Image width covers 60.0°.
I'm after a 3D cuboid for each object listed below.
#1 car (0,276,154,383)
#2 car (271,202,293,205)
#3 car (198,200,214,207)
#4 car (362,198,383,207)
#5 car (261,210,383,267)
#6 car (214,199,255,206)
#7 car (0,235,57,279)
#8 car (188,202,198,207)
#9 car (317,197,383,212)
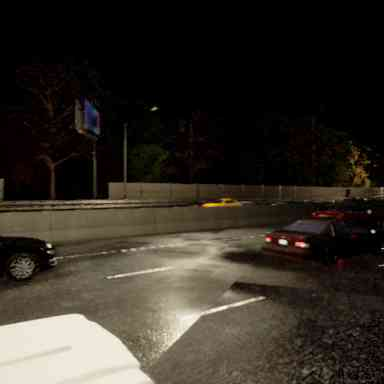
[{"bbox_3d":[-2.533,1.600,1.940,4.718,1.301,1.895,0,0,-36],"label":"car"},{"bbox_3d":[8.471,1.597,31.535,4.181,1.385,1.994,0,0,-35],"label":"car"},{"bbox_3d":[3.482,1.508,36.572,5.008,1.535,1.882,0,0,-35],"label":"car"},{"bbox_3d":[30.538,1.693,55.778,4.181,1.385,1.994,0,0,-35],"label":"car"},{"bbox_3d":[4.781,1.557,11.460,5.357,1.411,2.033,0,0,-35],"label":"car"},{"bbox_3d":[4.871,1.630,33.267,4.718,1.301,1.895,0,0,-35],"label":"car"},{"bbox_3d":[-5.920,1.504,8.119,4.892,1.490,1.837,0,0,-36],"label":"car"},{"bbox_3d":[1.544,1.594,39.487,4.181,1.385,1.994,0,0,-35],"label":"car"},{"bbox_3d":[8.736,1.372,18.586,4.553,1.767,2.097,0,0,-36],"label":"car"}]
